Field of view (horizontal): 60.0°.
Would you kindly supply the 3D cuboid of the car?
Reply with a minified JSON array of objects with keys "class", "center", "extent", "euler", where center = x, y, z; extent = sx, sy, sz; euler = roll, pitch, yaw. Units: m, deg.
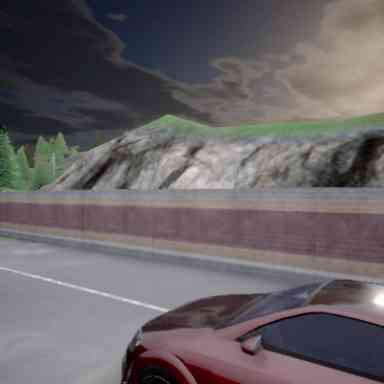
[{"class":"car","center":[1.297,1.568,3.067],"extent":[4.181,1.385,1.994],"euler":[0,0,35]}]
